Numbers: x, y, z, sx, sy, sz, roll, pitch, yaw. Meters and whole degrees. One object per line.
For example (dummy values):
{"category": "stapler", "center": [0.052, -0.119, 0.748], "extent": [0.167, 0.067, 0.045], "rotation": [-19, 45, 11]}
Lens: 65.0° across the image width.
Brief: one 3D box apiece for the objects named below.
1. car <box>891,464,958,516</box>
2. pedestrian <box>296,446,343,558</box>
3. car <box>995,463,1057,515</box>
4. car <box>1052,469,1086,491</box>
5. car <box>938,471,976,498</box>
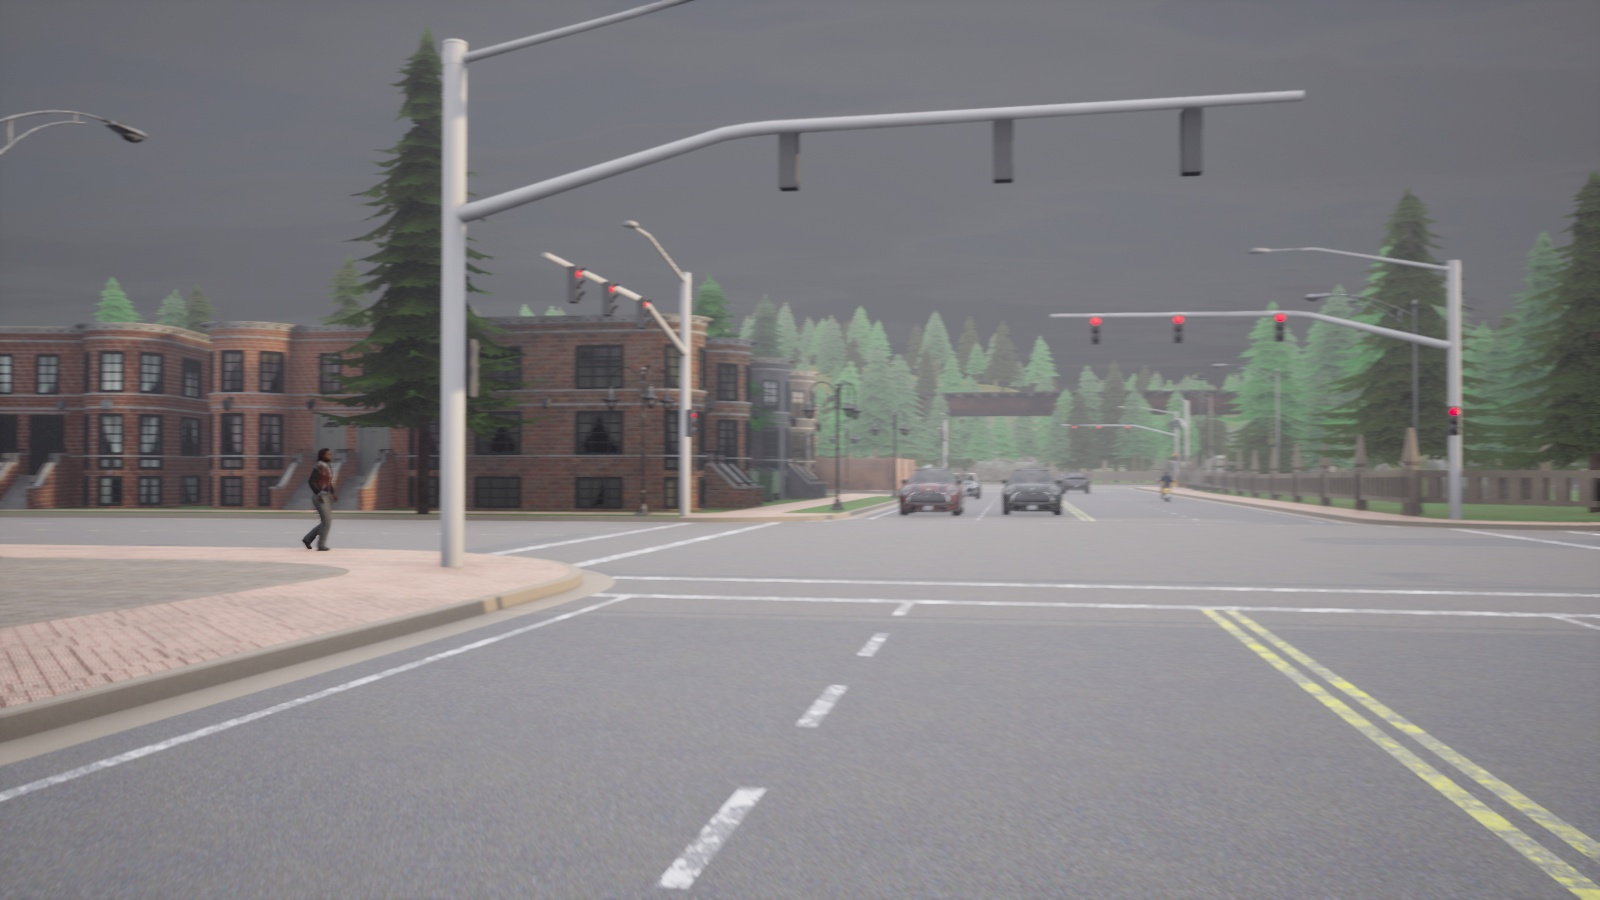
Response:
{"category": "car", "center": [4.513, 1.401, 44.971], "extent": [2.097, 1.767, 4.553], "rotation": [-1, -1, 10]}
{"category": "pedestrian", "center": [-8.388, 0.901, 21.925], "extent": [0.666, 1.930, 0.402], "rotation": [0, -1, 3]}
{"category": "car", "center": [8.213, 1.390, 45.863], "extent": [2.097, 1.767, 4.553], "rotation": [-1, -1, 10]}
{"category": "car", "center": [19.101, 2.146, 89.271], "extent": [2.128, 1.511, 4.902], "rotation": [-1, -1, 10]}
{"category": "car", "center": [8.903, 1.915, 70.934], "extent": [1.970, 1.475, 3.806], "rotation": [-1, -1, 10]}
